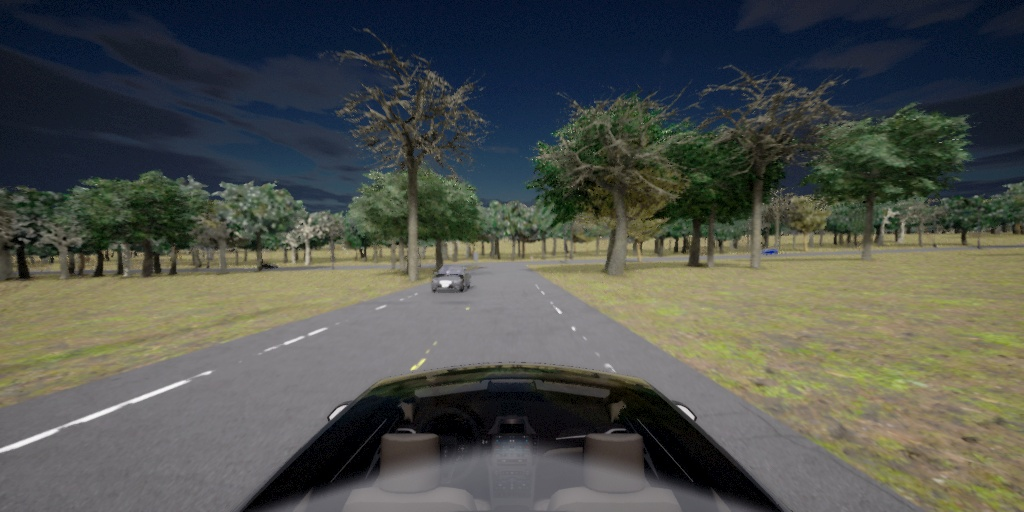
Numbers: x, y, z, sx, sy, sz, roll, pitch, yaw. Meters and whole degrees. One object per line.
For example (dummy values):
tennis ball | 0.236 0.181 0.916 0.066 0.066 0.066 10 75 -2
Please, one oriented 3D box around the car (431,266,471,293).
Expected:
car | -3.587 1.349 21.761 2.128 1.511 4.902 0 0 0
